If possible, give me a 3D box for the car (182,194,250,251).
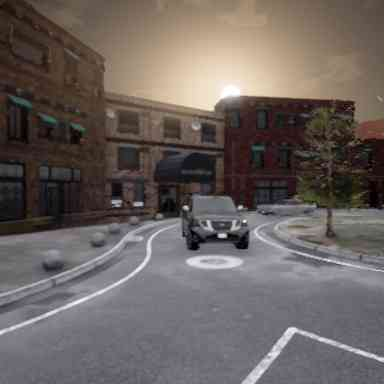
[{"bbox_3d":[0.779,1.108,14.076,2.150,2.045,5.566,0,1,-5],"label":"car"}]

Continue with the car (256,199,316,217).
[{"bbox_3d":[7.571,1.263,26.891,4.718,1.301,1.895,-1,1,-25],"label":"car"}]
